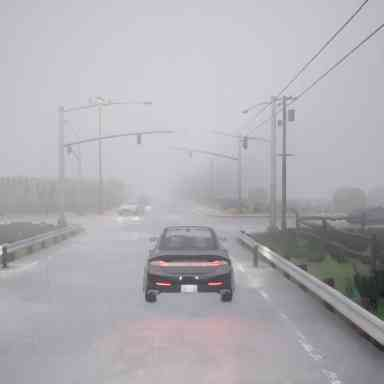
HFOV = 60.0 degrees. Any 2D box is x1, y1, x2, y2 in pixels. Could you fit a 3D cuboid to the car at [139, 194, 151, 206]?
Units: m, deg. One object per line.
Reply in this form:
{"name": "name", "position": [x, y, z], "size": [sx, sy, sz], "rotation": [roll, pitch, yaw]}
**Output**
{"name": "car", "position": [-7.140, 1.301, 49.427], "size": [1.837, 1.490, 4.892], "rotation": [0, 1, -7]}

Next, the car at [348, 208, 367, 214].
{"name": "car", "position": [13.673, 1.770, 24.440], "size": [4.181, 1.385, 1.994], "rotation": [0, 1, -4]}

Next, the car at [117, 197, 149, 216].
{"name": "car", "position": [-6.060, 1.594, 34.045], "size": [1.812, 1.442, 4.674], "rotation": [0, 1, 5]}

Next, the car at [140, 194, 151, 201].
{"name": "car", "position": [-9.185, 1.068, 65.922], "size": [1.994, 1.385, 4.181], "rotation": [0, 1, -7]}

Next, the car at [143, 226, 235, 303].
{"name": "car", "position": [-0.095, 1.614, 8.487], "size": [2.128, 1.511, 4.902], "rotation": [0, -2, -1]}
